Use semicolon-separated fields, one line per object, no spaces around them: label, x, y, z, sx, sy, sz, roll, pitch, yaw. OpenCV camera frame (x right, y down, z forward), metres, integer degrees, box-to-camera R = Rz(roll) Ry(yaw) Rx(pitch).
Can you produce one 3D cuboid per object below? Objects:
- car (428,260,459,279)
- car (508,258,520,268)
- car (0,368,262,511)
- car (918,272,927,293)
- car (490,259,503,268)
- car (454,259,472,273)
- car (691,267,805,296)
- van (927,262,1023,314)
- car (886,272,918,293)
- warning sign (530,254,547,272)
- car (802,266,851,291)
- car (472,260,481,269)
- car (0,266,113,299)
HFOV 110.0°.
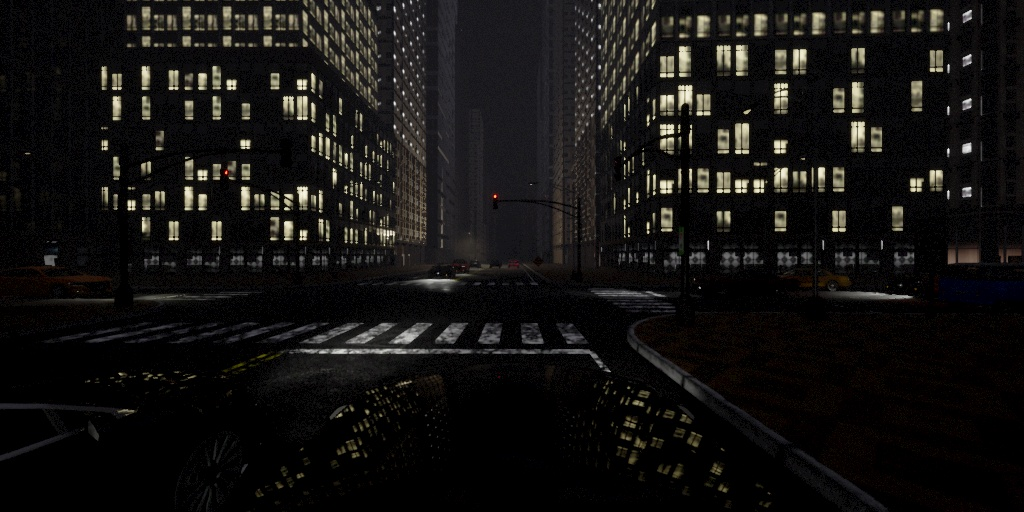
car;-6.461;1.346;33.417;1.994;1.385;4.181;0;0;0
car;0.276;1.468;64.466;1.895;1.301;4.718;0;0;0
car;-3.154;1.241;1.219;2.128;1.511;4.902;0;0;0
car;21.516;1.256;15.659;5.008;1.535;1.882;0;0;3
car;-2.882;1.366;62.930;1.837;1.490;4.892;0;0;0
car;-6.417;1.154;43.414;2.097;1.767;4.553;0;0;0
car;12.182;1.370;18.966;4.718;1.301;1.895;0;0;2
van;18.407;1.120;13.182;3.998;1.789;1.690;0;0;2
car;22.206;1.340;18.549;4.181;1.385;1.994;0;0;3
warning sign;3.024;0.913;41.409;1.300;1.860;1.060;0;0;0
car;17.172;1.295;21.359;4.829;1.417;1.751;0;0;2
car;-6.315;1.398;59.816;2.033;1.411;5.357;0;0;1
car;-22.317;1.237;17.243;5.008;1.535;1.882;0;0;0
